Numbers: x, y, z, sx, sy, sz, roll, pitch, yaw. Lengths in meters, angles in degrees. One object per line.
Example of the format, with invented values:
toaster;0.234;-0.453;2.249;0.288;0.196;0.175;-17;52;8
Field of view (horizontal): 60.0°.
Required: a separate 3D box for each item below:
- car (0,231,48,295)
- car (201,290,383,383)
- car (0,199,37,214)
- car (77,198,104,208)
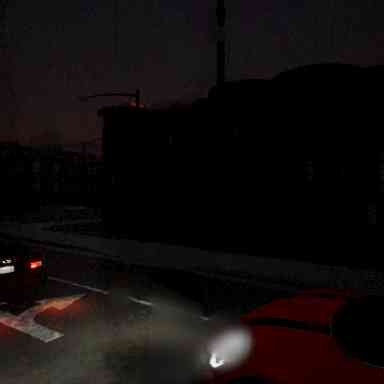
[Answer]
car;-5.566;1.547;7.940;5.357;1.411;2.033;0;0;38
car;2.273;1.351;2.375;4.553;1.767;2.097;0;0;36
car;-19.335;1.491;36.038;2.128;1.511;4.902;0;0;36
car;-14.208;1.547;49.204;2.033;1.411;5.357;0;0;36
